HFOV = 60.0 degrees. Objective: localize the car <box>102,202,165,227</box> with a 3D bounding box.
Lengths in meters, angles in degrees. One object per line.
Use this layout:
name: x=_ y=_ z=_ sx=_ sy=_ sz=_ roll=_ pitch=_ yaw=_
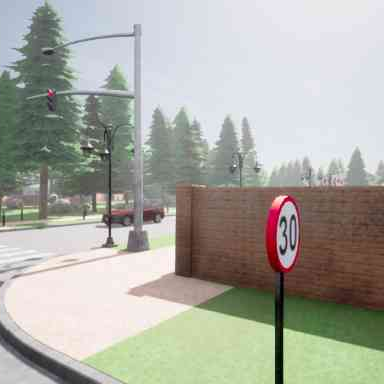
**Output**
car: x=-3.991 y=1.464 z=23.142 sx=1.882 sy=1.535 sz=5.008 roll=0 pitch=0 yaw=35
